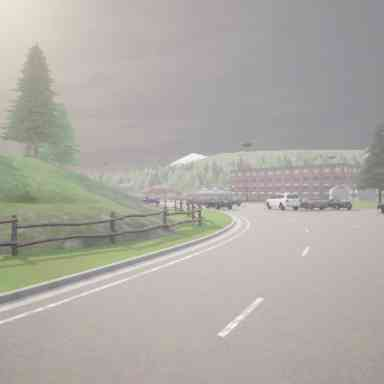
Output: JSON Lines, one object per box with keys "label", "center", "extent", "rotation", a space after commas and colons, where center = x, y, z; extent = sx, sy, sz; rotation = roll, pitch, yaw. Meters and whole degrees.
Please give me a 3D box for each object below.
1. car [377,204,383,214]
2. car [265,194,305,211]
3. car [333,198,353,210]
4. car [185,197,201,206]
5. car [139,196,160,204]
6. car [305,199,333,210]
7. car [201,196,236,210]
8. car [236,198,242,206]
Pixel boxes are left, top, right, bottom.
{"label": "car", "center": [20.147, 1.478, 32.379], "extent": [1.882, 1.535, 5.008], "rotation": [0, 0, -2]}
{"label": "car", "center": [11.358, 1.221, 41.914], "extent": [2.150, 2.045, 5.566], "rotation": [0, 0, -16]}
{"label": "car", "center": [18.556, 1.526, 42.697], "extent": [1.812, 1.442, 4.674], "rotation": [0, 0, -13]}
{"label": "car", "center": [0.655, 1.564, 55.561], "extent": [1.994, 1.385, 4.181], "rotation": [0, 0, -37]}
{"label": "car", "center": [-7.766, 1.478, 60.270], "extent": [1.882, 1.535, 5.008], "rotation": [0, 0, -42]}
{"label": "car", "center": [15.077, 1.547, 42.750], "extent": [2.033, 1.411, 5.357], "rotation": [0, 0, -17]}
{"label": "car", "center": [3.417, 1.352, 43.767], "extent": [2.097, 1.767, 4.553], "rotation": [0, 0, -23]}
{"label": "car", "center": [6.074, 1.526, 53.950], "extent": [1.812, 1.442, 4.674], "rotation": [0, 0, -34]}
